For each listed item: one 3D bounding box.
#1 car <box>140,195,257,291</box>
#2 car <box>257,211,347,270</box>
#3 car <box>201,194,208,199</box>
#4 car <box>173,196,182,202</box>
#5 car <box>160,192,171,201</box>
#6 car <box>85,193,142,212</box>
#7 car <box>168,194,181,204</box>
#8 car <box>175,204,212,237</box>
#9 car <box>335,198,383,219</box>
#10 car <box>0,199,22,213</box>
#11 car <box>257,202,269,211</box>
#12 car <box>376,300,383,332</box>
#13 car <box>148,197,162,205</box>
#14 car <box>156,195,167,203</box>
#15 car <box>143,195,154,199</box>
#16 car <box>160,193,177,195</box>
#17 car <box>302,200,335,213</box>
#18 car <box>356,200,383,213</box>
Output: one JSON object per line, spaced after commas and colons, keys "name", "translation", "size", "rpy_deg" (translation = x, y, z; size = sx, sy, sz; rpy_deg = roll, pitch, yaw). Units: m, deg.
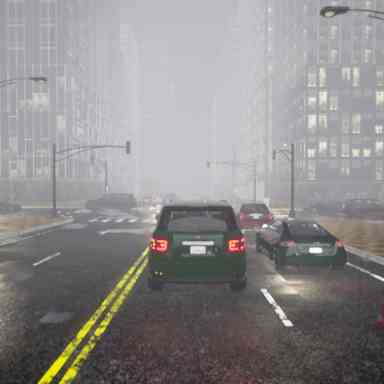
{"name": "car", "translation": [0.122, 1.217, 9.142], "size": [2.150, 2.045, 5.566], "rpy_deg": [0, 0, 0]}
{"name": "car", "translation": [3.375, 1.558, 11.069], "size": [1.994, 1.385, 4.181], "rpy_deg": [0, 0, 0]}
{"name": "car", "translation": [3.458, 1.211, 91.591], "size": [1.882, 1.535, 5.008], "rpy_deg": [0, 0, 0]}
{"name": "car", "translation": [-3.089, 1.528, 71.563], "size": [1.895, 1.301, 4.718], "rpy_deg": [0, 0, 0]}
{"name": "car", "translation": [-6.319, 1.147, 79.731], "size": [2.150, 2.045, 5.566], "rpy_deg": [0, 0, 0]}
{"name": "car", "translation": [-8.778, 1.105, 36.577], "size": [5.566, 2.045, 2.150], "rpy_deg": [1, 1, 1]}
{"name": "car", "translation": [-3.174, 1.299, 61.510], "size": [2.097, 1.767, 4.553], "rpy_deg": [0, 0, 0]}
{"name": "car", "translation": [0.139, 1.514, 18.824], "size": [1.812, 1.442, 4.674], "rpy_deg": [0, 0, 2]}
{"name": "car", "translation": [16.269, 1.516, 30.355], "size": [5.009, 1.841, 2.192], "rpy_deg": [1, 0, 1]}
{"name": "car", "translation": [-19.565, 1.402, 33.615], "size": [4.181, 1.385, 1.994], "rpy_deg": [1, 1, 1]}
{"name": "car", "translation": [3.394, 1.340, 19.683], "size": [2.097, 1.767, 4.553], "rpy_deg": [0, 0, 0]}
{"name": "car", "translation": [3.355, 1.600, 2.244], "size": [1.895, 1.301, 4.718], "rpy_deg": [0, 0, 0]}
{"name": "car", "translation": [-6.439, 1.551, 58.907], "size": [1.895, 1.301, 4.718], "rpy_deg": [0, 0, 0]}
{"name": "car", "translation": [-6.343, 1.414, 69.161], "size": [1.882, 1.535, 5.008], "rpy_deg": [0, 0, 0]}
{"name": "car", "translation": [-6.510, 1.313, 49.917], "size": [2.097, 1.767, 4.553], "rpy_deg": [0, 0, 1]}
{"name": "car", "translation": [-3.246, 1.181, 51.699], "size": [2.150, 2.045, 5.566], "rpy_deg": [0, 0, -1]}
{"name": "car", "translation": [14.530, 1.596, 36.174], "size": [4.892, 1.490, 1.837], "rpy_deg": [0, 1, 1]}
{"name": "car", "translation": [21.897, 1.639, 38.628], "size": [4.829, 1.417, 1.752], "rpy_deg": [1, 0, 1]}
